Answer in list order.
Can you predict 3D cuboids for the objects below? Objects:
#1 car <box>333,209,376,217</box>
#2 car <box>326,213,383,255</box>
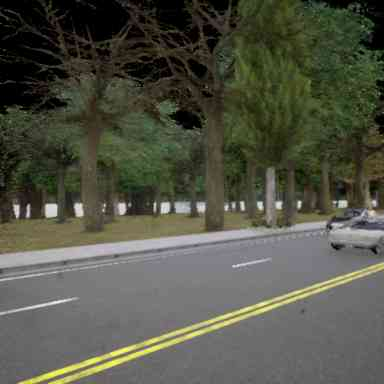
[{"bbox_3d":[10.131,1.813,20.583,4.902,1.511,2.128,0,-2,-40],"label":"car"},{"bbox_3d":[7.839,1.817,14.446,4.718,1.301,1.895,0,-2,-40],"label":"car"}]
